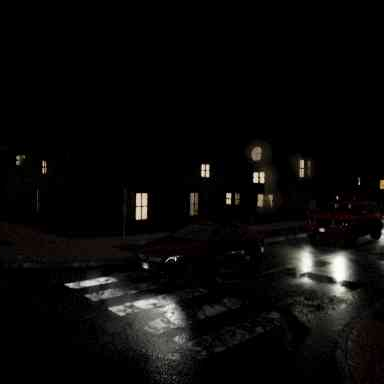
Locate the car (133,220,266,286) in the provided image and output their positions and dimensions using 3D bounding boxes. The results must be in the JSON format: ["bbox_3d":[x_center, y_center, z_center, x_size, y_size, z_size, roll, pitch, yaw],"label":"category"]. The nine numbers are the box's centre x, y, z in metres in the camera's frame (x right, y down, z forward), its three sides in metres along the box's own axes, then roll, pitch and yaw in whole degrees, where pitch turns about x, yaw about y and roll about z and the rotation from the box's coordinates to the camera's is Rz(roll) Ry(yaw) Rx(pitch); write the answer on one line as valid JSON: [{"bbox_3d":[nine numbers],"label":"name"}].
[{"bbox_3d":[0.459,1.586,9.900,1.812,1.442,4.674,2,1,43],"label":"car"}]

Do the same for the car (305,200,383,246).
[{"bbox_3d":[8.064,1.465,17.327,5.566,2.045,2.150,1,1,-43],"label":"car"}]
